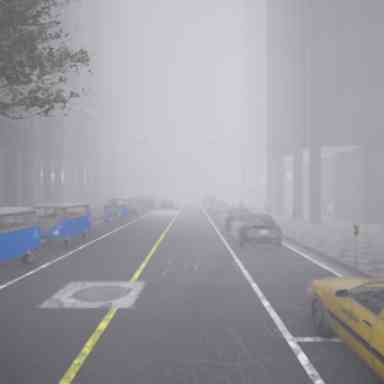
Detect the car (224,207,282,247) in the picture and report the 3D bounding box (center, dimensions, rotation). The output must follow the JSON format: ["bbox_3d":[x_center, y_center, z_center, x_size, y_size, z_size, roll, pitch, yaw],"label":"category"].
[{"bbox_3d":[2.759,1.581,14.867,1.947,1.339,4.313,0,0,0],"label":"car"}]

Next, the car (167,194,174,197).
[{"bbox_3d":[-5.787,1.654,76.658,1.887,1.381,4.507,0,0,0],"label":"car"}]

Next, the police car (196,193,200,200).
[{"bbox_3d":[2.344,1.520,69.530,1.930,1.638,5.238,0,0,0],"label":"police car"}]

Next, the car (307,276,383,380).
[{"bbox_3d":[2.763,1.529,3.799,1.752,1.417,4.829,0,0,0],"label":"car"}]

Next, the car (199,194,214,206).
[{"bbox_3d":[2.746,1.383,54.199,2.192,1.841,5.009,0,0,0],"label":"car"}]

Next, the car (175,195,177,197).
[{"bbox_3d":[-5.790,1.682,87.895,2.008,1.369,4.403,0,0,0],"label":"car"}]

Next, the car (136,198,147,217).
[{"bbox_3d":[-5.772,1.580,31.712,1.887,1.381,4.507,0,0,0],"label":"car"}]

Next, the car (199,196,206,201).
[{"bbox_3d":[2.735,1.657,88.080,1.752,1.417,4.829,0,0,0],"label":"car"}]

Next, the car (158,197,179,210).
[{"bbox_3d":[-3.105,1.652,43.359,1.895,1.301,4.718,0,0,0],"label":"car"}]

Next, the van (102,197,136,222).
[{"bbox_3d":[-5.770,1.369,26.094,1.690,1.788,3.998,0,0,0],"label":"van"}]

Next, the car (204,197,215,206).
[{"bbox_3d":[2.752,1.609,37.341,1.947,1.339,4.313,0,0,0],"label":"car"}]

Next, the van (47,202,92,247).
[{"bbox_3d":[-5.766,1.356,14.857,1.690,1.788,3.998,0,0,0],"label":"van"}]

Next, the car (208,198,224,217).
[{"bbox_3d":[2.753,1.561,31.893,1.752,1.417,4.829,0,0,0],"label":"car"}]

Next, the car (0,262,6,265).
[{"bbox_3d":[-3.101,1.566,1.937,1.994,1.385,4.181,0,0,0],"label":"car"}]

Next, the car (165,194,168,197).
[{"bbox_3d":[-5.781,1.602,59.633,1.752,1.417,4.829,0,0,0],"label":"car"}]

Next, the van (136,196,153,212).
[{"bbox_3d":[-5.773,1.384,37.330,1.690,1.788,3.998,0,0,0],"label":"van"}]

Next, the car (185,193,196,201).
[{"bbox_3d":[-0.028,1.217,87.590,2.150,2.045,5.566,0,0,0],"label":"car"}]

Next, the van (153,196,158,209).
[{"bbox_3d":[-5.775,1.391,42.949,1.690,1.788,3.998,0,0,0],"label":"van"}]

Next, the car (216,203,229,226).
[{"bbox_3d":[2.757,1.588,20.485,1.947,1.339,4.313,0,0,0],"label":"car"}]

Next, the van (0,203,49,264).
[{"bbox_3d":[-5.764,1.350,9.238,1.690,1.788,3.998,0,0,0],"label":"van"}]
